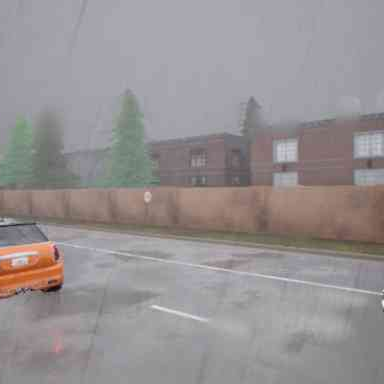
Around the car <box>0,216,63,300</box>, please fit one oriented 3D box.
[{"bbox_3d":[-5.044,1.380,7.737,4.553,1.767,2.097,0,0,37],"label":"car"}]

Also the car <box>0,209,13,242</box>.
[{"bbox_3d":[-10.950,1.588,16.586,4.674,1.442,1.812,0,0,37],"label":"car"}]

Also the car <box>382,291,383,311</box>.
[{"bbox_3d":[5.369,1.501,4.460,4.892,1.490,1.837,0,0,36],"label":"car"}]
